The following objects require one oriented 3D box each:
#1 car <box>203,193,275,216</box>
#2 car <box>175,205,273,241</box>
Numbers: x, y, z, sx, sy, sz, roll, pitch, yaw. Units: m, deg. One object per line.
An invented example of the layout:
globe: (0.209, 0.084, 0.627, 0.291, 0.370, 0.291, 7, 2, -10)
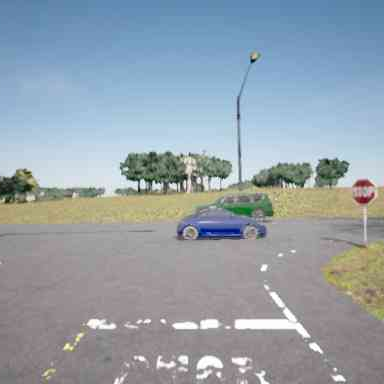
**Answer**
car: (2.739, 1.122, 22.563, 5.566, 2.045, 2.150, -2, 0, -1)
car: (1.311, 1.461, 15.527, 4.181, 1.385, 1.994, 0, 0, -1)
